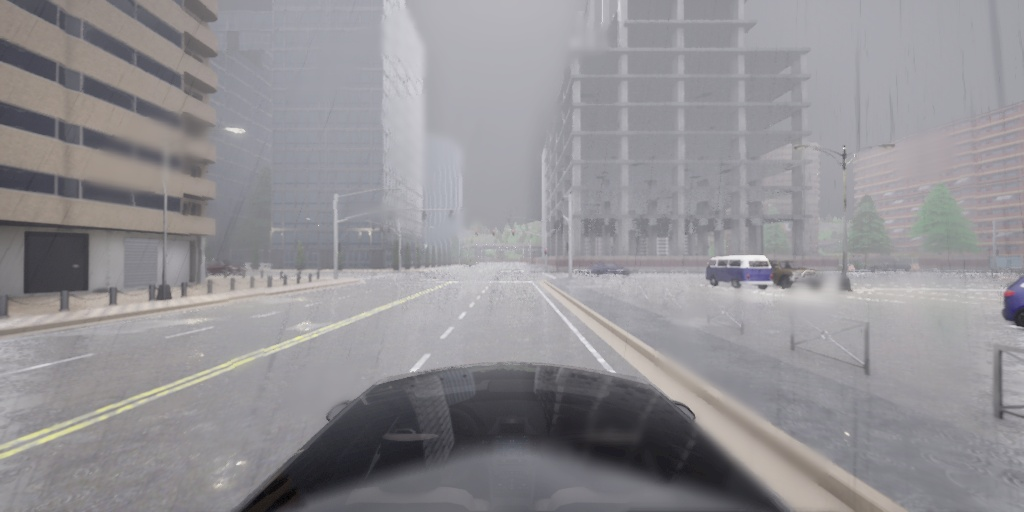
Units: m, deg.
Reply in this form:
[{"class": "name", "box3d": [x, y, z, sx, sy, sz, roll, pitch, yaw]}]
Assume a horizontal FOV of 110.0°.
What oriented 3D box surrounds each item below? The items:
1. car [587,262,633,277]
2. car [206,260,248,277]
[{"class": "car", "box3d": [10.320, 1.401, 37.914, 4.674, 1.442, 1.812, 0, -1, 0]}, {"class": "car", "box3d": [-30.338, 1.228, 37.466, 4.553, 1.767, 2.097, 0, -1, 1]}]
